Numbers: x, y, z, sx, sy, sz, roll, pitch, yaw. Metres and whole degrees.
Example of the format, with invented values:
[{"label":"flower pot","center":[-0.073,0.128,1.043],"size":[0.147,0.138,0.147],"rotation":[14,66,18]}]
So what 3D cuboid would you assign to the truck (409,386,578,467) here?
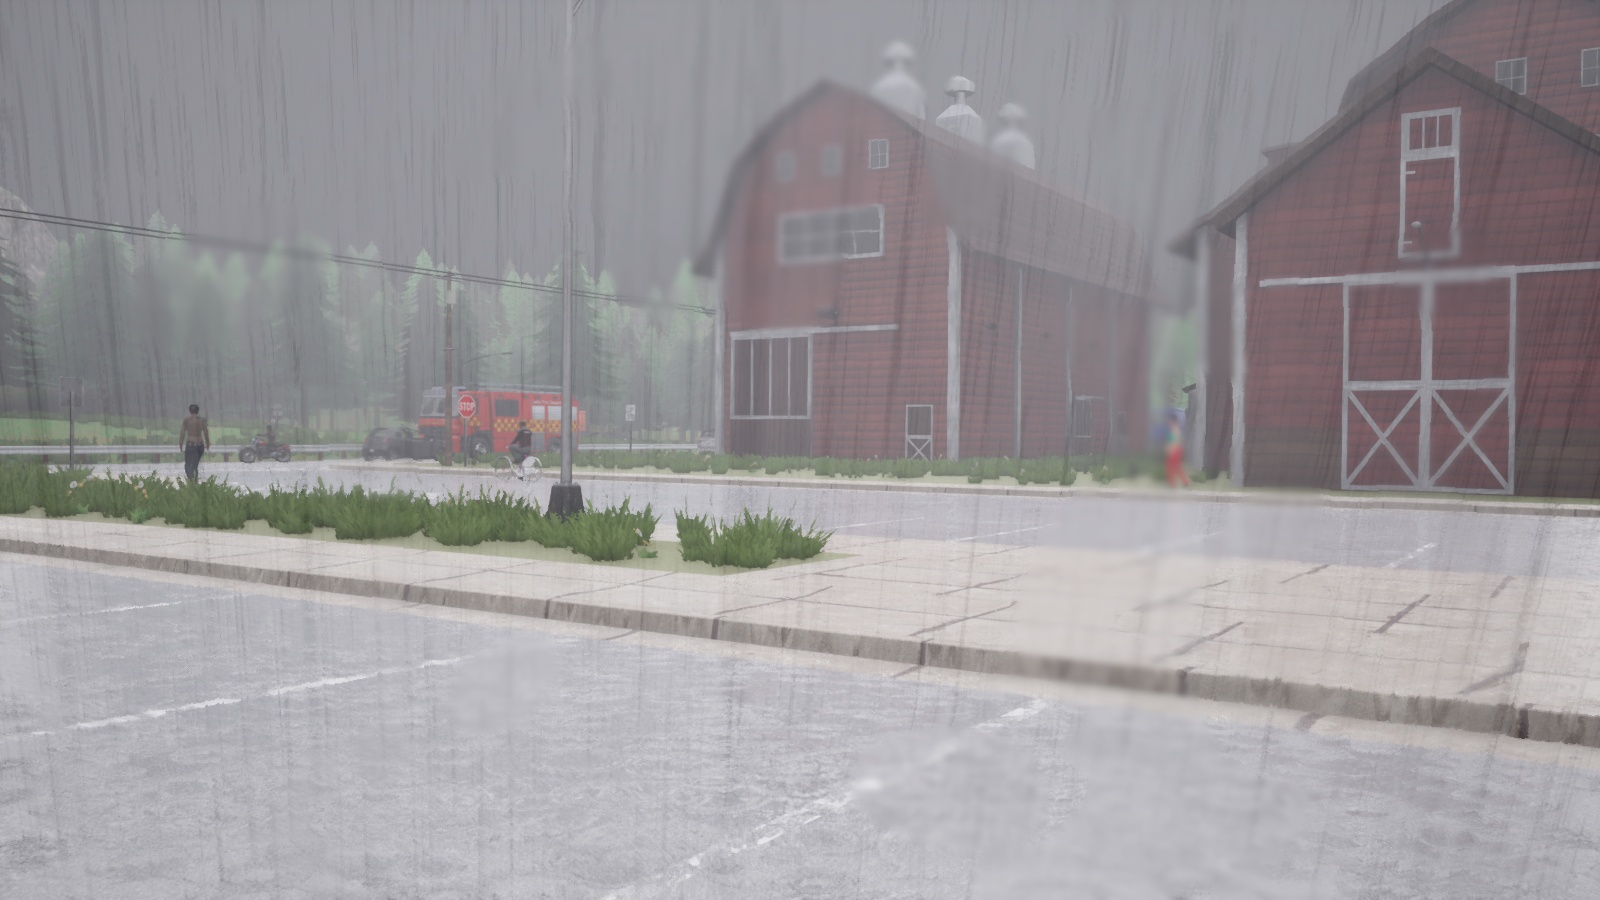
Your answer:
[{"label":"truck","center":[-15.242,-1.157,63.172],"size":[2.891,3.827,8.468],"rotation":[0,1,34]}]

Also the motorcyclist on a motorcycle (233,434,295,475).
[{"label":"motorcyclist on a motorcycle","center":[-22.409,0.167,52.535],"size":[0.766,1.649,2.350],"rotation":[0,1,34]}]

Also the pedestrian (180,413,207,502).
[{"label":"pedestrian","center":[-12.487,0.147,25.844],"size":[0.328,1.805,0.869],"rotation":[-1,1,-37]}]

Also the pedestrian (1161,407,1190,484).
[{"label":"pedestrian","center":[9.088,-0.111,30.401],"size":[0.594,1.836,0.345],"rotation":[0,1,29]}]

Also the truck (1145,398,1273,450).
[{"label":"truck","center":[28.263,-1.724,86.977],"size":[7.936,3.462,2.891],"rotation":[0,1,33]}]

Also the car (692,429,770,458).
[{"label":"car","center":[-3.994,-0.393,73.595],"size":[2.242,1.667,4.611],"rotation":[0,1,34]}]

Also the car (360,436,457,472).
[{"label":"car","center":[-16.923,0.156,54.419],"size":[1.845,1.501,3.633],"rotation":[0,1,34]}]

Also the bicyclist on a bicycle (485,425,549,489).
[{"label":"bicyclist on a bicycle","center":[-8.028,0.189,35.572],"size":[1.843,1.776,0.659],"rotation":[0,1,33]}]
